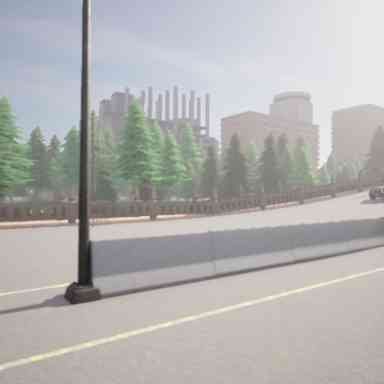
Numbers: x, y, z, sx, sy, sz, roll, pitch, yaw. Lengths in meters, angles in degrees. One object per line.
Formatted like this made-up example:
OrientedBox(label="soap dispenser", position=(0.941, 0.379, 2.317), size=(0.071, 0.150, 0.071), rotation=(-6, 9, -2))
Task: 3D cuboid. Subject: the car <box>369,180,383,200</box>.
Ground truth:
OrientedBox(label="car", position=(21.583, -0.343, 36.323), size=(5.566, 2.045, 2.150), rotation=(-8, 5, -35))
